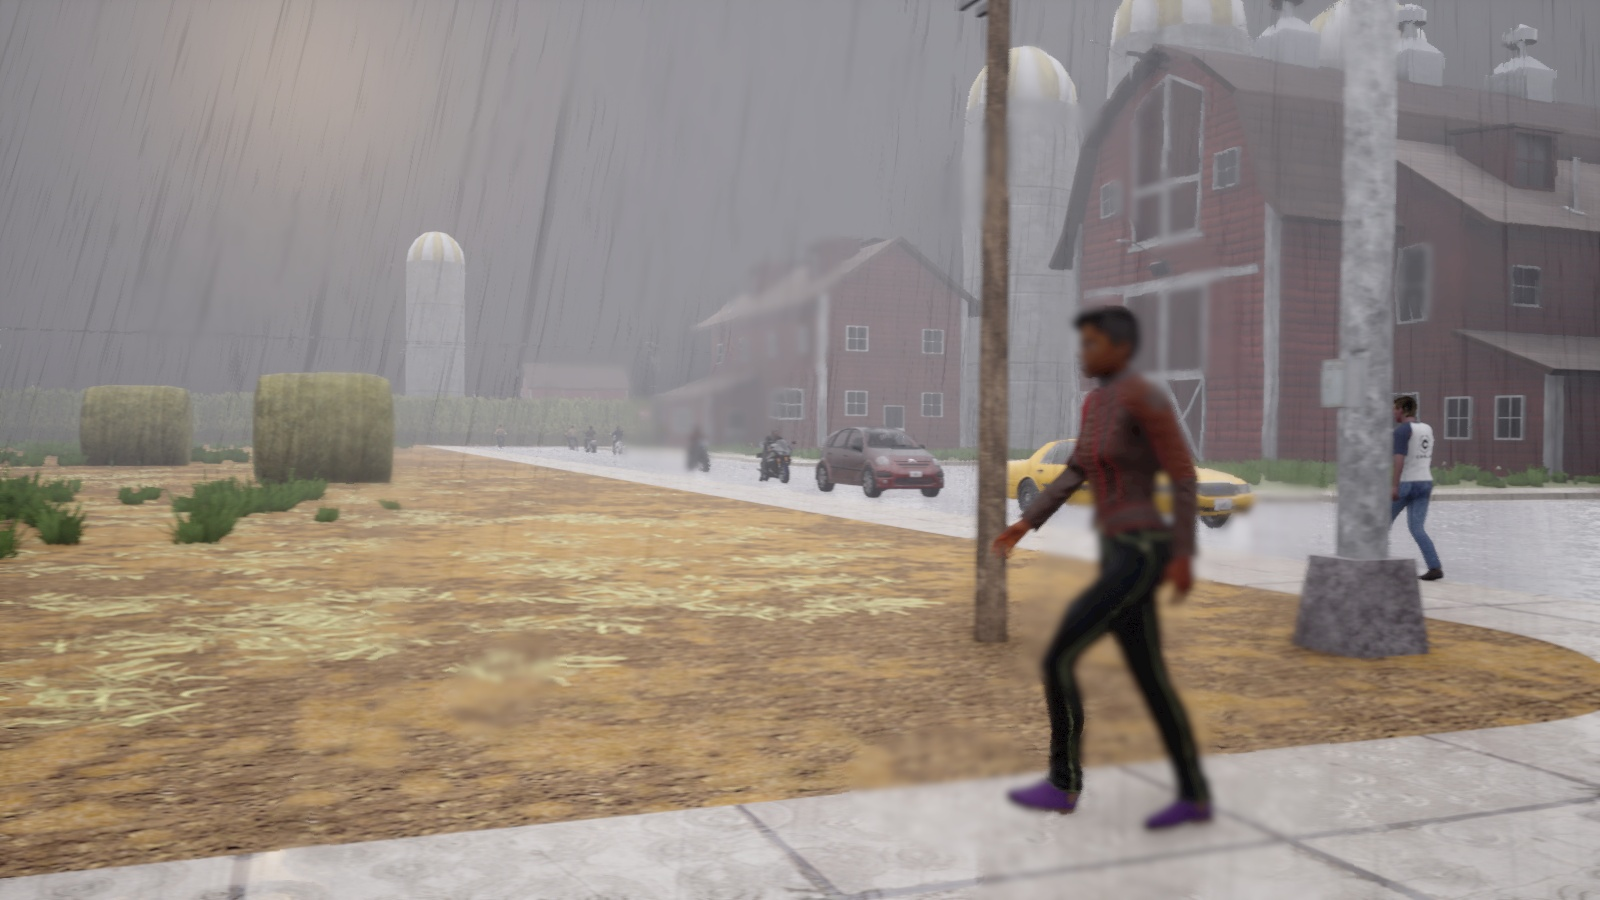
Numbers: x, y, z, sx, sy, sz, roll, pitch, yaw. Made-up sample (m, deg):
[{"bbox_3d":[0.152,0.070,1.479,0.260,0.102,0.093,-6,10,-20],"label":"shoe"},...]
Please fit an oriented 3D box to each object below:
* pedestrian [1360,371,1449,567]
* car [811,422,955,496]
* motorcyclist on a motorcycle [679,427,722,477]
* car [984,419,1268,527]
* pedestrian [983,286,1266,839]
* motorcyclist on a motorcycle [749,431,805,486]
[{"bbox_3d":[5.844,0.172,12.157,0.354,1.836,0.706,-1,1,-24],"label":"pedestrian"},{"bbox_3d":[1.885,0.165,29.757,1.851,1.617,3.988,-1,1,-22],"label":"car"},{"bbox_3d":[-3.413,0.041,42.915,0.766,1.649,2.350,-1,1,-22],"label":"motorcyclist on a motorcycle"},{"bbox_3d":[5.286,0.303,21.306,1.801,1.575,5.366,-1,1,-22],"label":"car"},{"bbox_3d":[1.104,0.362,4.313,0.869,1.805,0.328,-1,1,-7],"label":"pedestrian"},{"bbox_3d":[-0.677,0.225,36.129,0.866,1.530,2.191,-1,1,-22],"label":"motorcyclist on a motorcycle"}]
